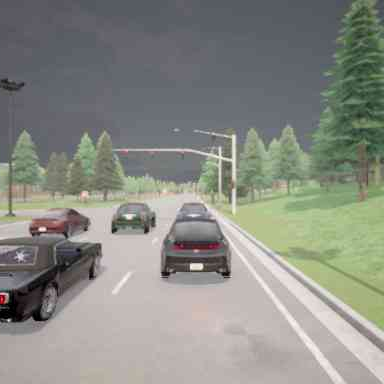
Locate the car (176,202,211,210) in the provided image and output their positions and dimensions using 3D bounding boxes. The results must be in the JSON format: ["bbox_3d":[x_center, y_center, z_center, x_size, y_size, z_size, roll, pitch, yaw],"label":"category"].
[{"bbox_3d":[0.103,1.395,19.970,2.097,1.767,4.553,0,0,0],"label":"car"}]

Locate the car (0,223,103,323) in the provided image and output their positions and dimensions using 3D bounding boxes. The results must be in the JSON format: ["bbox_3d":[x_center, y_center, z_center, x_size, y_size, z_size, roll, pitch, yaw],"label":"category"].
[{"bbox_3d":[-3.398,1.616,7.179,1.895,1.301,4.718,0,0,0],"label":"car"}]

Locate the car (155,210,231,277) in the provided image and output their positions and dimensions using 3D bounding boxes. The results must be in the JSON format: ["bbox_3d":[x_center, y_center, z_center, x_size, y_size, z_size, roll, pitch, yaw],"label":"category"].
[{"bbox_3d":[0.102,1.526,10.269,1.837,1.490,4.892,0,0,0],"label":"car"}]

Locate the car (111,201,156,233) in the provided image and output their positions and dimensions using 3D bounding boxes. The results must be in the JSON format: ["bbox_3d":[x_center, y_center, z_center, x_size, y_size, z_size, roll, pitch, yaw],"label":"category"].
[{"bbox_3d":[-3.396,1.397,20.109,2.097,1.767,4.553,0,0,0],"label":"car"}]

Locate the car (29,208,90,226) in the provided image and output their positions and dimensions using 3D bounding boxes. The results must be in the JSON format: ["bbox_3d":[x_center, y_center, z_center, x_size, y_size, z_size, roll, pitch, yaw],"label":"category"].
[{"bbox_3d":[-6.897,1.564,17.638,1.812,1.442,4.674,0,0,0],"label":"car"}]
